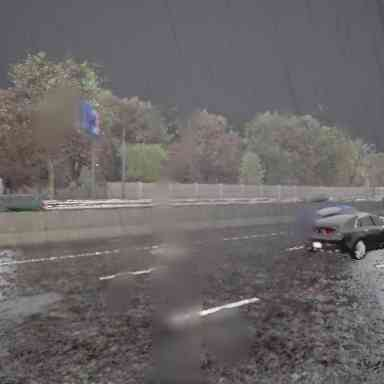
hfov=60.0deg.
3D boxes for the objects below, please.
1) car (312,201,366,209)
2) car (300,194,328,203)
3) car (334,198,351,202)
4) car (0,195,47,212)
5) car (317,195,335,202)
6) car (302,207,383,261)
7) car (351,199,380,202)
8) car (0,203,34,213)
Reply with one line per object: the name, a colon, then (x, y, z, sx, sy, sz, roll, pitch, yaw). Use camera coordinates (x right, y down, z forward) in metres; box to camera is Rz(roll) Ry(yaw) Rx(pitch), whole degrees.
car: (8.202, 1.483, 18.194, 5.008, 1.535, 1.882, 0, 0, -36)
car: (19.385, 1.276, 52.153, 5.566, 2.045, 2.150, 0, 0, -35)
car: (21.975, 1.653, 45.422, 4.718, 1.301, 1.895, 0, 0, -35)
car: (-13.664, 1.221, 24.340, 5.566, 2.045, 2.150, 0, 0, -35)
car: (21.449, 1.604, 49.329, 5.357, 1.411, 2.033, 0, 0, -35)
car: (6.120, 1.507, 12.413, 4.892, 1.490, 1.837, 0, 0, -36)
car: (22.204, 1.647, 41.298, 4.718, 1.301, 1.895, 0, 0, -35)
car: (-12.729, 1.601, 20.708, 4.718, 1.301, 1.895, 0, 0, -35)
